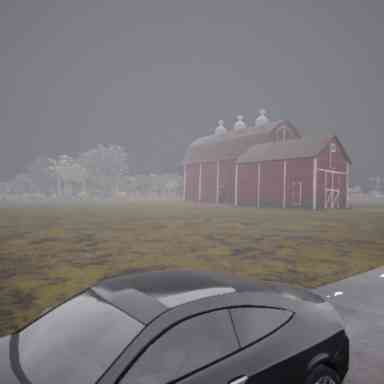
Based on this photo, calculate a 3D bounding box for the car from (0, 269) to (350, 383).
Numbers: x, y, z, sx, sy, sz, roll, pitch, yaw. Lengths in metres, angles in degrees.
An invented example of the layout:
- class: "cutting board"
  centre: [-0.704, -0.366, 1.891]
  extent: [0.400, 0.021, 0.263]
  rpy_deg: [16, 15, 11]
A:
- class: "car"
  centre: [-0.419, 1.527, 2.896]
  extent: [4.674, 1.442, 1.812]
  rpy_deg: [0, 0, -37]
